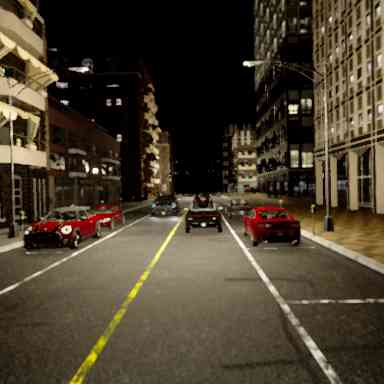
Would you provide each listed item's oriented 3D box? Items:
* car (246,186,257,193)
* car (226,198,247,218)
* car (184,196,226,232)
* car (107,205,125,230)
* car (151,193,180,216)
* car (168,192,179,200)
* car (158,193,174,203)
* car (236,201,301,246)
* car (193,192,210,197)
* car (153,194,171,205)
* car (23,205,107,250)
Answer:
[{"bbox_3d":[17.248,-0.510,85.679,5.009,1.841,2.192,-2,2,1],"label":"car"},{"bbox_3d":[3.445,1.131,24.959,2.008,1.369,4.403,-1,1,2],"label":"car"},{"bbox_3d":[0.626,1.245,18.144,1.837,1.490,4.892,-1,1,2],"label":"car"},{"bbox_3d":[-5.096,1.441,19.566,1.802,1.307,4.206,-1,1,2],"label":"car"},{"bbox_3d":[-2.159,1.028,28.001,2.097,1.767,4.553,-1,1,2],"label":"car"},{"bbox_3d":[-3.753,0.800,66.351,1.802,1.307,4.206,-1,1,2],"label":"car"},{"bbox_3d":[-4.088,0.942,53.439,2.008,1.369,4.403,-1,1,2],"label":"car"},{"bbox_3d":[3.109,1.283,13.668,1.887,1.381,4.507,-1,1,2],"label":"car"},{"bbox_3d":[1.217,0.818,37.739,2.097,1.767,4.553,-1,1,2],"label":"car"},{"bbox_3d":[-4.257,1.019,47.794,2.008,1.369,4.403,-1,1,2],"label":"car"},{"bbox_3d":[-5.268,1.378,13.918,1.967,1.590,4.097,-1,1,2],"label":"car"}]
